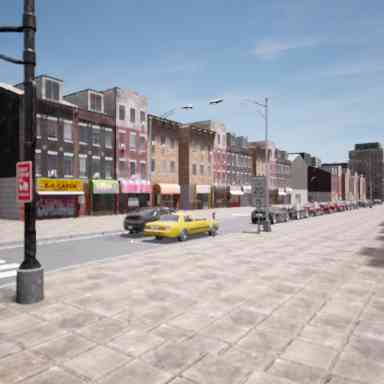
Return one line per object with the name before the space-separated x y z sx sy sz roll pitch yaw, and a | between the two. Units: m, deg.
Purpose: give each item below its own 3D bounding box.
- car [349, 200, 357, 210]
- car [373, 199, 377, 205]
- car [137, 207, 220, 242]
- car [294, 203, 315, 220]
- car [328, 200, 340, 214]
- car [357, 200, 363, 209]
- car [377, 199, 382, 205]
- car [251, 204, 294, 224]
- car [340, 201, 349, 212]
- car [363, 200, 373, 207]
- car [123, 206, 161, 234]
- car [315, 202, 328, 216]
car | 22.370 1.952 48.821 2.008 1.369 4.403 -1 -1 35
car | 35.397 2.212 67.168 1.887 1.381 4.507 -1 -2 35
car | -0.330 1.598 16.850 1.752 1.417 4.829 -1 -1 35
car | 9.342 1.743 30.473 2.008 1.369 4.403 -1 -1 35
car | 15.856 1.834 39.647 1.887 1.381 4.507 -1 -1 35
car | 25.626 2.013 53.407 2.008 1.369 4.403 -1 -1 35
car | 45.167 2.461 80.927 2.008 1.369 4.403 -2 -2 35
car | 6.086 1.715 25.886 1.947 1.339 4.313 -1 -1 35
car | 19.112 1.784 44.235 1.967 1.590 4.097 -1 -1 35
car | 32.141 2.147 62.582 2.008 1.369 4.403 -1 -1 35
car | -1.787 1.600 19.148 1.837 1.490 4.892 0 -1 35
car | 12.599 1.821 35.059 1.802 1.307 4.206 -1 -1 35
